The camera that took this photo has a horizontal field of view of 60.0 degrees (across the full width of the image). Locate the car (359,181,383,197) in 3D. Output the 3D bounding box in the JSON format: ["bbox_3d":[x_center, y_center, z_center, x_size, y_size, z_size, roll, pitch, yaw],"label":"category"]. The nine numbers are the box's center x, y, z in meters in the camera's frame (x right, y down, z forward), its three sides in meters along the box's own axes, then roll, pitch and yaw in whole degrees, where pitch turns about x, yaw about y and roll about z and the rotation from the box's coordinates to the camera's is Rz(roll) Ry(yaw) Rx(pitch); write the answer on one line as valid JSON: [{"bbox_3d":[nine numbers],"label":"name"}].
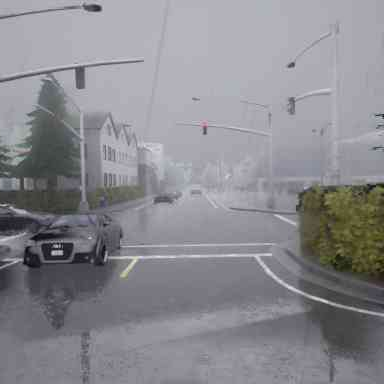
[{"bbox_3d":[22.915,-0.365,41.344,1.932,1.855,4.605,-1,2,0],"label":"car"}]

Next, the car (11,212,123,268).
[{"bbox_3d":[-3.397,1.331,10.227,1.994,1.385,4.181,-1,0,-2],"label":"car"}]

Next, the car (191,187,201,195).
[{"bbox_3d":[0.790,-0.179,60.713,1.812,1.442,4.674,-1,2,1],"label":"car"}]

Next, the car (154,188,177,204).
[{"bbox_3d":[-3.106,0.609,37.080,1.895,1.301,4.718,-1,2,1],"label":"car"}]

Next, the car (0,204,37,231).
[{"bbox_3d":[-9.379,1.370,17.145,4.674,1.442,1.812,-2,2,1],"label":"car"}]

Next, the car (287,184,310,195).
[{"bbox_3d":[16.086,-0.289,51.433,2.007,1.523,4.514,-1,2,0],"label":"car"}]

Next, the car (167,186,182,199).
[{"bbox_3d":[-2.962,0.118,46.047,2.097,1.767,4.553,-1,2,1],"label":"car"}]

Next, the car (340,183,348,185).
[{"bbox_3d":[26.238,-0.841,58.686,2.152,1.636,5.027,-1,2,0],"label":"car"}]

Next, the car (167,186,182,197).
[{"bbox_3d":[-2.844,-0.145,55.778,2.097,1.767,4.553,-1,2,1],"label":"car"}]

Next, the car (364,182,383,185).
[{"bbox_3d":[19.546,-0.105,33.515,1.905,1.878,3.866,-1,2,0],"label":"car"}]
